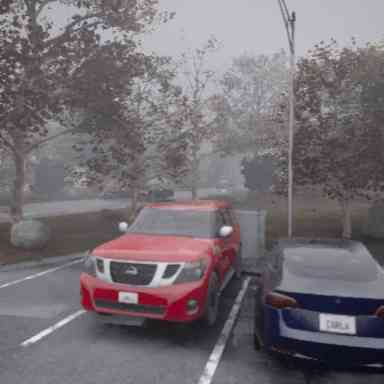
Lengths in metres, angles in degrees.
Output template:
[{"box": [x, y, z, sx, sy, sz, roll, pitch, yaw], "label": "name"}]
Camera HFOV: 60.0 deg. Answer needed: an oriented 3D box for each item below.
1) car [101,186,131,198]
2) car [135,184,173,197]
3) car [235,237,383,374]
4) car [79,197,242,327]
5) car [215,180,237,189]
[{"box": [-8.088, 0.090, 37.850, 1.882, 1.535, 5.008, 1, 4, 37], "label": "car"}, {"box": [-4.152, -0.081, 37.328, 2.097, 1.767, 4.553, 1, 4, 37], "label": "car"}, {"box": [2.211, 1.516, 5.884, 2.163, 1.488, 4.792, 0, -1, 16], "label": "car"}, {"box": [-0.192, 1.233, 7.539, 2.435, 2.045, 5.566, 1, -1, 16], "label": "car"}, {"box": [5.701, -1.310, 55.879, 1.837, 1.490, 4.892, 2, 4, 38], "label": "car"}]
